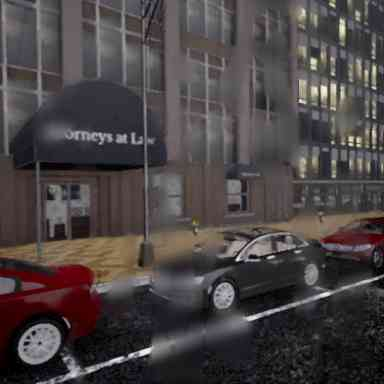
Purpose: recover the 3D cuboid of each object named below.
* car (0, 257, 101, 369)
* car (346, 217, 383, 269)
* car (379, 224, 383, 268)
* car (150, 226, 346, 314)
[{"bbox_3d":[-3.447,1.546,4.118,4.507,1.381,1.887,-1,0,-35],"label":"car"},{"bbox_3d":[5.833,1.488,10.684,4.206,1.307,1.802,-1,0,-35],"label":"car"},{"bbox_3d":[6.688,1.478,8.106,4.181,1.385,1.994,-1,0,-35],"label":"car"},{"bbox_3d":[1.192,1.504,7.401,4.403,1.369,2.008,-1,0,-35],"label":"car"}]
